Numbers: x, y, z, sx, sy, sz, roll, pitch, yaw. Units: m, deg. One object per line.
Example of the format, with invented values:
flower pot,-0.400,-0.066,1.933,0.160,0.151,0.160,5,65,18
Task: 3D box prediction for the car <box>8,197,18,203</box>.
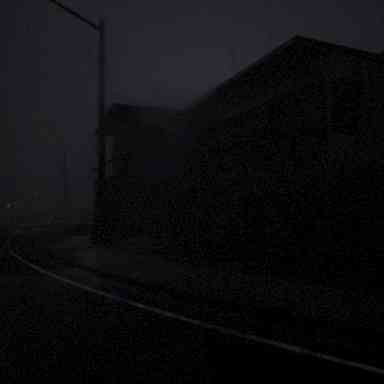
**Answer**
car,-44.680,2.029,83.263,1.837,1.490,4.892,0,0,-21
